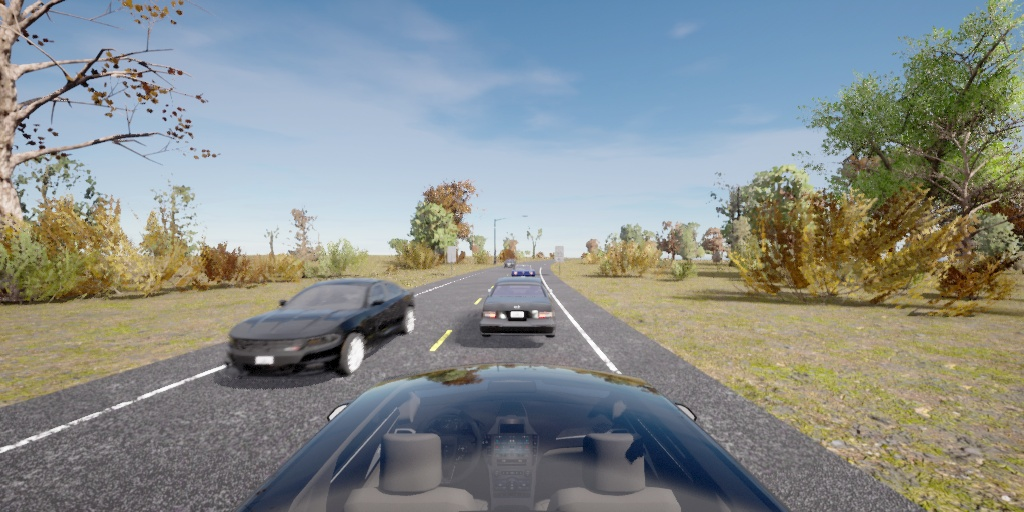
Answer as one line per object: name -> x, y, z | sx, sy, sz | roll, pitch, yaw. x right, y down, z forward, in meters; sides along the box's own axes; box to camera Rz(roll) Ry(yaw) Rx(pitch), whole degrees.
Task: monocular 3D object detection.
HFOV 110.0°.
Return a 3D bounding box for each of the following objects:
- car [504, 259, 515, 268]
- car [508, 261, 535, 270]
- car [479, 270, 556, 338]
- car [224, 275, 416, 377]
car -> -0.226, 1.234, 61.626 | 2.128, 1.511, 4.902 | 0, 0, 6
car -> 0.947, 1.351, 29.774 | 1.895, 1.301, 4.718 | 0, 0, 2
car -> 0.210, 1.298, 10.181 | 2.033, 1.411, 5.357 | 0, 0, 2
car -> -3.524, 1.229, 7.653 | 1.882, 1.535, 5.008 | 0, 0, 1
